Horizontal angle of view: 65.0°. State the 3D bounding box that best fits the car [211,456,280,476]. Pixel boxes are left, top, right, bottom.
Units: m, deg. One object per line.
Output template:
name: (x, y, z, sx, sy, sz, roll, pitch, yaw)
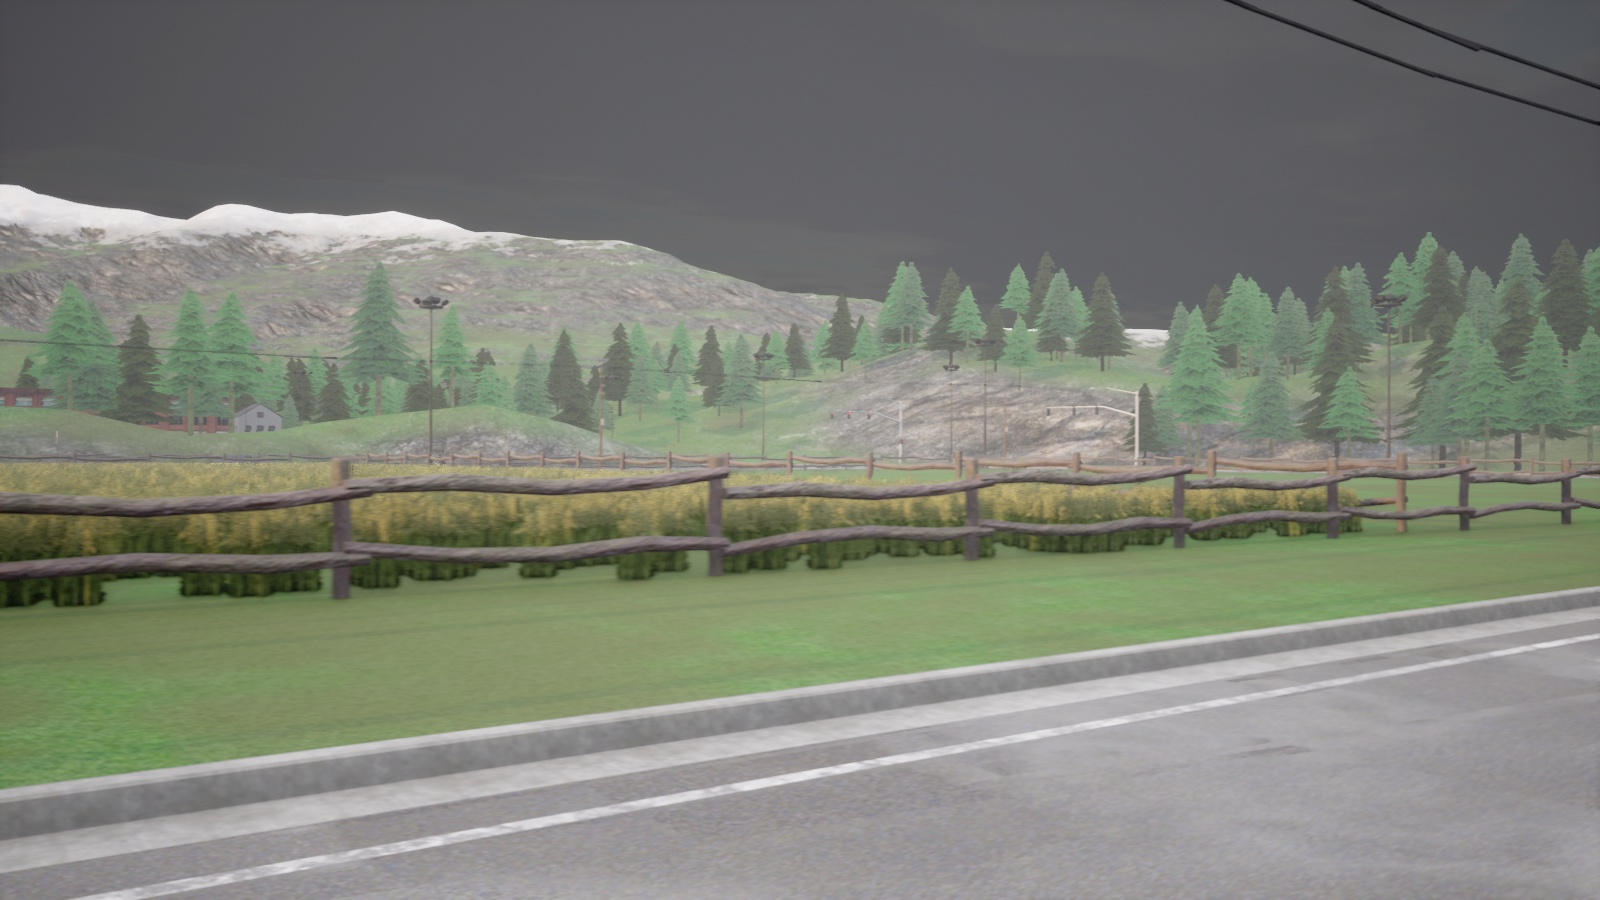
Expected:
car: (-39.584, 1.126, 89.625, 4.181, 1.385, 1.994, 0, 0, -35)
